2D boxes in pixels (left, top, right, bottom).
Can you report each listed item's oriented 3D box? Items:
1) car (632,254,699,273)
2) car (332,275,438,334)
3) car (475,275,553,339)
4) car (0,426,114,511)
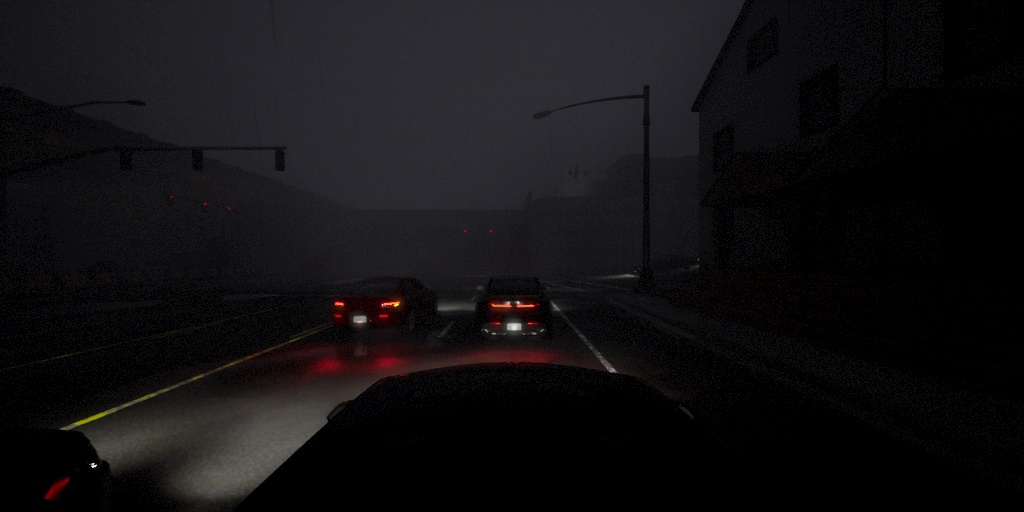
[{"bbox_3d":[13.035,0.603,30.422,5.357,1.411,2.033,-7,0,-1],"label":"car"},{"bbox_3d":[-3.451,1.276,10.451,1.812,1.442,4.674,0,0,0],"label":"car"},{"bbox_3d":[0.044,1.255,10.034,1.837,1.490,4.892,0,0,0],"label":"car"},{"bbox_3d":[-3.401,1.255,0.168,1.837,1.490,4.892,0,0,0],"label":"car"}]
